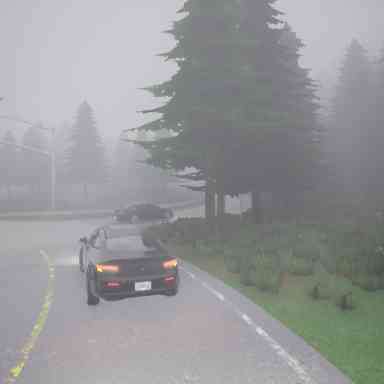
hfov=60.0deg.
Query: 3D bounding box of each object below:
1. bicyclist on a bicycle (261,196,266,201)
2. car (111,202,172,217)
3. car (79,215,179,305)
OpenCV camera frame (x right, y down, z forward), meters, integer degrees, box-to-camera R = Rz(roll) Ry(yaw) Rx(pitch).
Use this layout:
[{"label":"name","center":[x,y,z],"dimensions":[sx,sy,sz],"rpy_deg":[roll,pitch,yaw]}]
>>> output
[{"label":"bicyclist on a bicycle","center":[6.284,0.894,30.423],"dimensions":[1.656,1.620,0.582],"rpy_deg":[-13,-4,35]},{"label":"car","center":[-3.552,1.473,24.441],"dimensions":[4.892,1.490,1.837],"rpy_deg":[-2,3,-44]},{"label":"car","center":[-1.691,1.526,8.139],"dimensions":[1.812,1.442,4.674],"rpy_deg":[0,0,-21]}]
